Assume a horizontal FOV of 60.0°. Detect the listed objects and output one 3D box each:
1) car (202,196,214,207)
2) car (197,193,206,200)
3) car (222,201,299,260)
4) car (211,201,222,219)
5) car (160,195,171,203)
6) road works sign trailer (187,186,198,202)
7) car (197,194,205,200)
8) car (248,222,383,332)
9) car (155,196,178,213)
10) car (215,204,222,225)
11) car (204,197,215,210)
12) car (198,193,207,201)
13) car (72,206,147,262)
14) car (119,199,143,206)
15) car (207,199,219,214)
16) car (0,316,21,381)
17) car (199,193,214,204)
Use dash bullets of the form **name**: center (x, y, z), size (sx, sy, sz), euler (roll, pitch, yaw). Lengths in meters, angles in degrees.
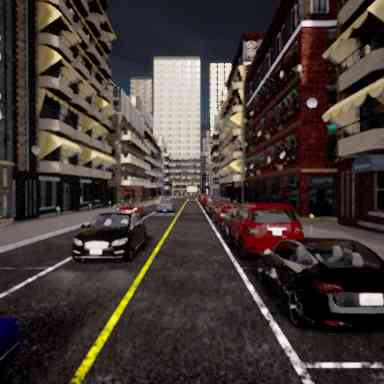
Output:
- **car**: center (2.562, 1.545, 40.111), size (2.008, 1.369, 4.403), euler (-1, 0, 0)
- **car**: center (2.567, 1.294, 90.052), size (2.192, 1.841, 5.009), euler (-1, 0, 0)
- **car**: center (2.555, 1.314, 12.366), size (2.192, 1.841, 5.009), euler (-1, 0, 0)
- **car**: center (2.560, 1.580, 23.464), size (1.802, 1.307, 4.206), euler (-1, 0, 0)
- **car**: center (-5.315, 1.427, 67.836), size (1.967, 1.590, 4.097), euler (-1, 0, 0)
- **road works sign trailer**: center (0.042, 0.450, 72.655), size (2.380, 3.560, 2.880), euler (0, 0, -1)
- **car**: center (2.570, 1.416, 95.601), size (1.967, 1.590, 4.097), euler (-1, 0, 0)
- **car**: center (2.557, 1.566, 6.817), size (1.947, 1.339, 4.313), euler (-1, 0, 0)
- **car**: center (-2.839, 1.542, 37.151), size (2.033, 1.411, 5.357), euler (0, 0, 0)
- **car**: center (2.559, 1.550, 17.915), size (2.008, 1.369, 4.403), euler (-1, 0, 0)
- **car**: center (2.562, 1.562, 34.562), size (1.947, 1.339, 4.313), euler (-1, 0, 0)
- **car**: center (2.566, 1.296, 84.502), size (2.192, 1.841, 5.009), euler (-1, 0, 0)
- **car**: center (-2.814, 1.491, 12.242), size (2.128, 1.511, 4.902), euler (0, 0, 0)
- **car**: center (-5.321, 1.437, 28.993), size (1.967, 1.590, 4.097), euler (-1, 0, 0)
- **car**: center (2.561, 1.579, 29.013), size (1.802, 1.307, 4.206), euler (-1, 0, 0)
- **car**: center (-2.847, 1.601, 1.479), size (1.895, 1.301, 4.718), euler (0, 0, 0)
- **car**: center (2.561, 1.307, 51.209), size (2.192, 1.841, 5.009), euler (-1, 0, 0)
